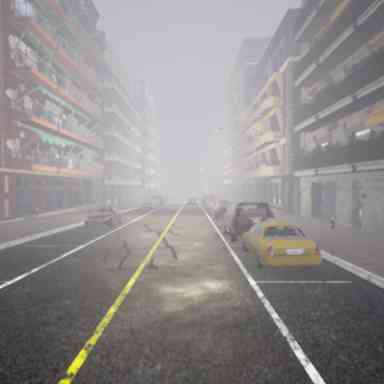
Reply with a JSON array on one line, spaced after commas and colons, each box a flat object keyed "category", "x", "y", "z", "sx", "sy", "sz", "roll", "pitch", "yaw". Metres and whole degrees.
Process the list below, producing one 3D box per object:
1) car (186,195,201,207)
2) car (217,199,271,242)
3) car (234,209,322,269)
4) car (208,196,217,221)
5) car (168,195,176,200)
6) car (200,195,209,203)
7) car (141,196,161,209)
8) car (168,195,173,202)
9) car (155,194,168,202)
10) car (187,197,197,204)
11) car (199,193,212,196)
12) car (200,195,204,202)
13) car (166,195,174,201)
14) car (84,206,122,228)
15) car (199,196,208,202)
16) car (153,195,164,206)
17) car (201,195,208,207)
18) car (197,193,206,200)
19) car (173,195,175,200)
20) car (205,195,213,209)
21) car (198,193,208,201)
[{"category": "car", "x": -0.011, "y": 1.530, "z": 52.011, "sx": 2.033, "sy": 1.411, "sz": 5.357, "roll": 0, "pitch": 0, "yaw": 0}, {"category": "car", "x": 2.673, "y": 1.310, "z": 16.350, "sx": 2.192, "sy": 1.841, "sz": 5.009, "roll": -1, "pitch": 0, "yaw": 0}, {"category": "car", "x": 2.683, "y": 1.522, "z": 10.997, "sx": 1.752, "sy": 1.417, "sz": 4.829, "roll": -1, "pitch": 0, "yaw": 0}, {"category": "car", "x": 2.668, "y": 1.431, "z": 27.398, "sx": 1.967, "sy": 1.590, "sz": 4.097, "roll": -1, "pitch": 0, "yaw": 0}, {"category": "car", "x": -5.722, "y": 1.533, "z": 93.640, "sx": 1.947, "sy": 1.339, "sz": 4.313, "roll": -1, "pitch": 0, "yaw": 0}, {"category": "car", "x": 2.661, "y": 1.501, "z": 71.763, "sx": 1.752, "sy": 1.417, "sz": 4.829, "roll": -1, "pitch": 0, "yaw": 0}, {"category": "car", "x": -5.713, "y": 1.536, "z": 43.923, "sx": 2.008, "sy": 1.369, "sz": 4.403, "roll": -1, "pitch": 0, "yaw": 0}, {"category": "car", "x": -5.718, "y": 1.527, "z": 71.542, "sx": 2.008, "sy": 1.369, "sz": 4.403, "roll": -1, "pitch": 0, "yaw": 0}, {"category": "car", "x": -5.720, "y": 1.297, "z": 54.970, "sx": 2.192, "sy": 1.841, "sz": 5.009, "roll": -1, "pitch": 0, "yaw": 0}, {"category": "car", "x": -0.013, "y": 1.585, "z": 62.461, "sx": 1.895, "sy": 1.301, "sz": 4.718, "roll": 0, "pitch": 0, "yaw": 0}, {"category": "car", "x": 2.660, "y": 1.297, "z": 55.020, "sx": 2.192, "sy": 1.841, "sz": 5.009, "roll": -1, "pitch": 0, "yaw": 0}, {"category": "car", "x": 2.666, "y": 1.550, "z": 49.496, "sx": 1.947, "sy": 1.339, "sz": 4.313, "roll": -1, "pitch": 0, "yaw": 0}, {"category": "car", "x": -5.722, "y": 1.495, "z": 87.946, "sx": 1.752, "sy": 1.417, "sz": 4.829, "roll": -1, "pitch": 0, "yaw": 0}, {"category": "car", "x": -5.708, "y": 1.575, "z": 21.826, "sx": 1.802, "sy": 1.307, "sz": 4.206, "roll": -1, "pitch": 0, "yaw": 0}, {"category": "car", "x": 2.661, "y": 1.556, "z": 77.117, "sx": 1.802, "sy": 1.307, "sz": 4.206, "roll": -1, "pitch": 0, "yaw": 0}, {"category": "car", "x": -5.714, "y": 1.535, "z": 49.446, "sx": 2.008, "sy": 1.369, "sz": 4.403, "roll": -1, "pitch": 0, "yaw": 0}, {"category": "car", "x": 2.667, "y": 1.537, "z": 43.971, "sx": 2.008, "sy": 1.369, "sz": 4.403, "roll": -1, "pitch": 0, "yaw": 0}, {"category": "car", "x": 2.653, "y": 1.283, "z": 93.690, "sx": 2.192, "sy": 1.841, "sz": 5.009, "roll": -1, "pitch": 0, "yaw": 0}, {"category": "car", "x": -5.721, "y": 1.517, "z": 82.591, "sx": 1.887, "sy": 1.381, "sz": 4.507, "roll": -1, "pitch": 0, "yaw": 0}, {"category": "car", "x": 2.667, "y": 1.430, "z": 32.924, "sx": 1.967, "sy": 1.590, "sz": 4.097, "roll": -1, "pitch": 0, "yaw": 0}, {"category": "car", "x": 2.655, "y": 1.287, "z": 82.641, "sx": 2.192, "sy": 1.841, "sz": 5.009, "roll": -1, "pitch": 0, "yaw": 0}]
